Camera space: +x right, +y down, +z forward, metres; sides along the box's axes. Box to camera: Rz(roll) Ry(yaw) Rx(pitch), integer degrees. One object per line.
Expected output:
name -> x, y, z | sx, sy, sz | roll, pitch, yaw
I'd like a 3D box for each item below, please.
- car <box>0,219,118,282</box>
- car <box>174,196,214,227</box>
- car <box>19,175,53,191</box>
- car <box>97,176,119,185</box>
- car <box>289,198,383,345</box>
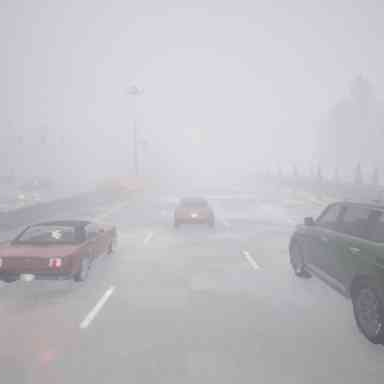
car -> -3.399, 1.398, 9.109 | 1.895, 1.301, 4.718 | 0, 2, 0
car -> 0.101, 0.906, 17.337 | 1.994, 1.385, 4.181 | 0, 4, 0
car -> -17.484, -1.082, 37.425 | 2.097, 1.767, 4.553 | 0, 5, 1
car -> -10.418, -1.296, 41.699 | 1.812, 1.442, 4.674 | 0, 5, 1
car -> 3.601, 1.112, 6.330 | 2.150, 2.045, 5.566 | 0, 2, 0
